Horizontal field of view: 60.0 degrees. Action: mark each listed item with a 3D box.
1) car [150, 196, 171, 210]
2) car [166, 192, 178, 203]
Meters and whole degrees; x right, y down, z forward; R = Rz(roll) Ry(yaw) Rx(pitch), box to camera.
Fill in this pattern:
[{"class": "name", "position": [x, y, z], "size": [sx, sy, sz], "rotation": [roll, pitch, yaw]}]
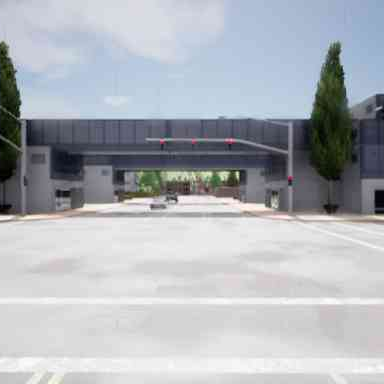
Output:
[{"class": "car", "position": [-4.072, 1.477, 41.087], "size": [1.895, 1.301, 4.718], "rotation": [0, 0, 0]}, {"class": "car", "position": [-3.883, 1.023, 65.215], "size": [2.150, 2.045, 5.566], "rotation": [0, 1, 0]}]
